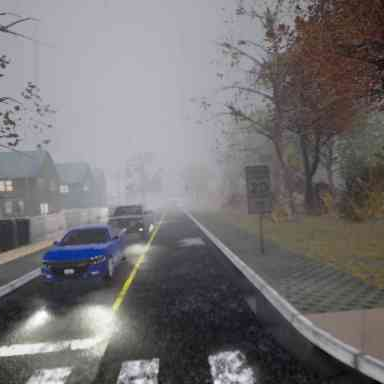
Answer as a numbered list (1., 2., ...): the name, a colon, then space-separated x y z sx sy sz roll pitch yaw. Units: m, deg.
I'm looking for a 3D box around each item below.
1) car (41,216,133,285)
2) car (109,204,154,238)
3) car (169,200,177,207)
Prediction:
1. car: -3.392 1.876 11.254 1.882 1.535 5.008 -4 -1 -3
2. car: -4.005 1.840 21.632 2.150 2.045 5.566 -4 -1 -3
3. car: -5.142 3.107 90.911 2.150 2.045 5.566 -4 -1 -3
